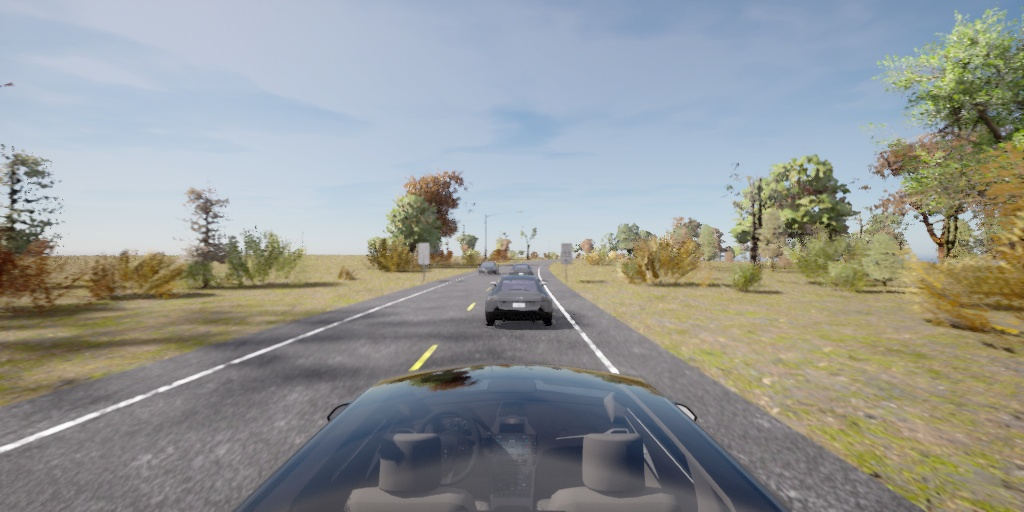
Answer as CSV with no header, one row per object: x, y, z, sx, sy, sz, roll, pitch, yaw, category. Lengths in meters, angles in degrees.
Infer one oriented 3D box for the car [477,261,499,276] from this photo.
-2.457,1.280,38.100,1.812,1.442,4.674,0,0,4,car

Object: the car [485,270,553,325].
0.226,1.317,11.854,1.994,1.385,4.181,0,0,1,car

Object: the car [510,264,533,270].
0.785,1.319,29.396,1.994,1.385,4.181,0,0,3,car
